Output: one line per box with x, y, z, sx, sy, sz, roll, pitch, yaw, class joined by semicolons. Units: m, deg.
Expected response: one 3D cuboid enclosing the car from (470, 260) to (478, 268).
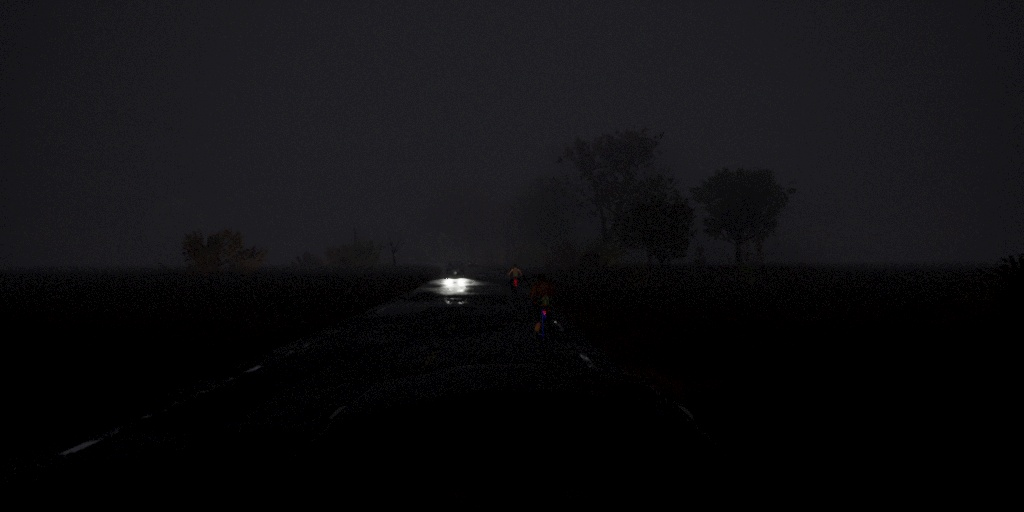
-6.865;1.320;60.575;2.033;1.411;5.357;0;0;-13;car

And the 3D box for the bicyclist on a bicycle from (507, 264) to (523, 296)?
0.160;1.188;18.188;0.866;1.612;1.509;0;0;-3;bicyclist on a bicycle

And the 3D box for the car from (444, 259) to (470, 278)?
-5.329;1.248;34.117;2.128;1.511;4.902;0;0;-8;car

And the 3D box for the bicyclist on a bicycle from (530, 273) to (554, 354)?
0.682;1.203;7.871;0.582;1.620;1.656;0;0;-1;bicyclist on a bicycle
